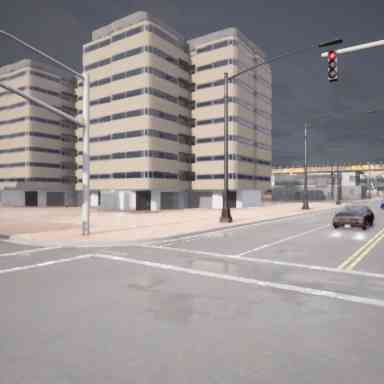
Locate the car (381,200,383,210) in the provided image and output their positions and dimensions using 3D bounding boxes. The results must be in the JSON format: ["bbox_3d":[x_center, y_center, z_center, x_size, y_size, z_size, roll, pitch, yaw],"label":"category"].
[{"bbox_3d":[24.911,1.463,41.672,1.882,1.535,5.008,0,0,35],"label":"car"}]

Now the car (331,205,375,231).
[{"bbox_3d":[10.391,1.550,21.153,2.033,1.411,5.357,0,0,35],"label":"car"}]
